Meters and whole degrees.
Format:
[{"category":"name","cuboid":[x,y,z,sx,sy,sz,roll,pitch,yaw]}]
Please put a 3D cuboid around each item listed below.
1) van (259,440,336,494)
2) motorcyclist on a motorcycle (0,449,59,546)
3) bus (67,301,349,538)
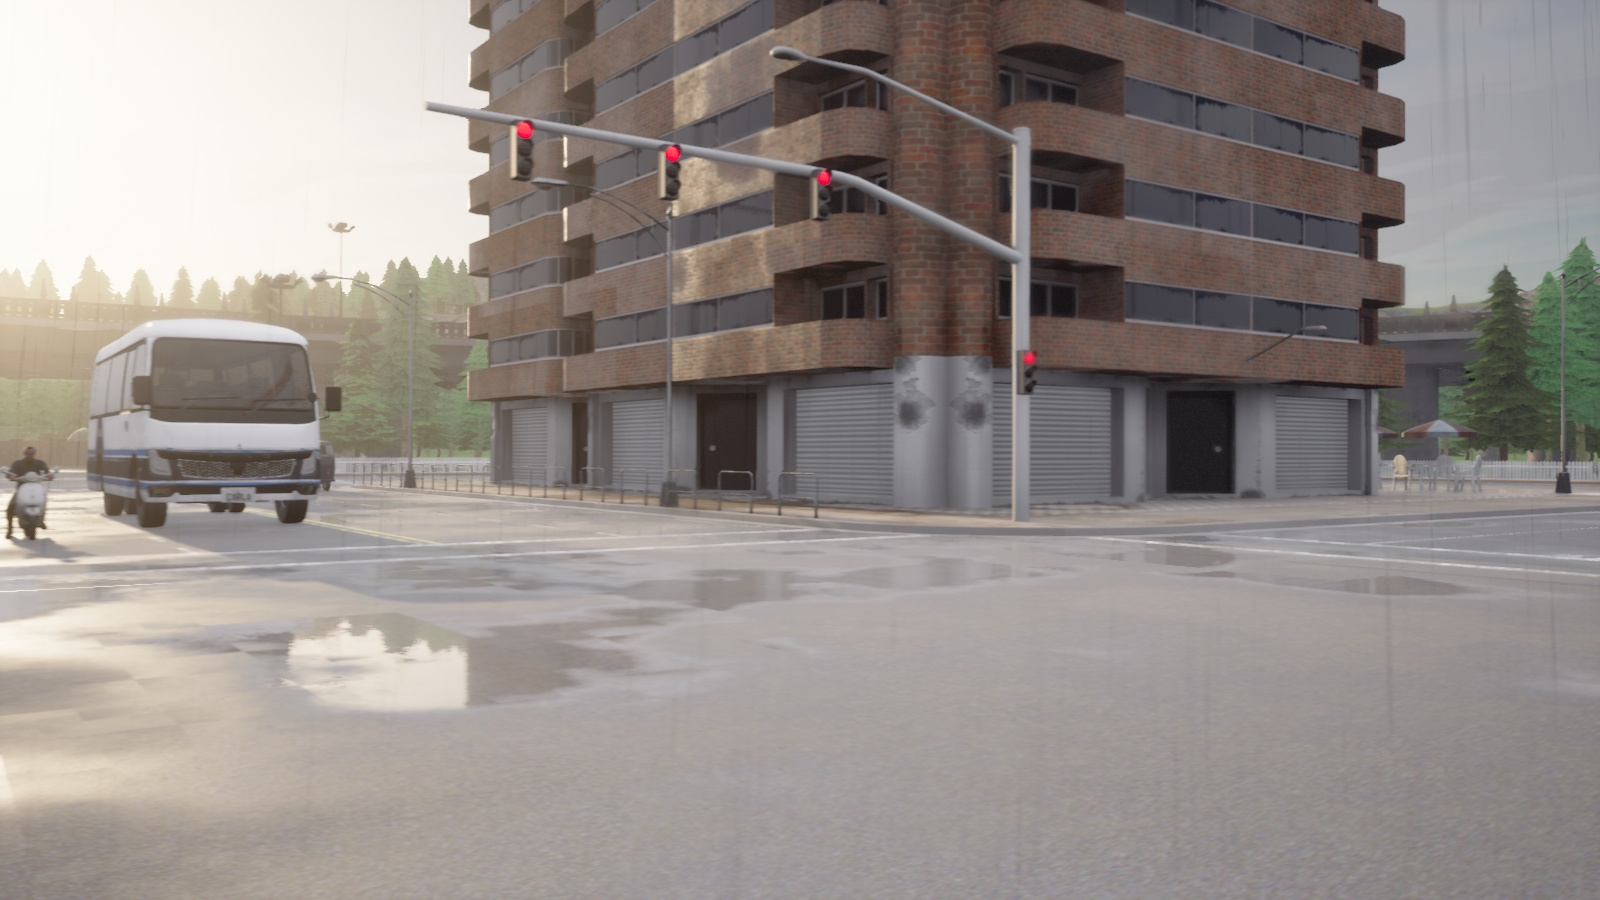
[{"category":"van","cuboid":[-19.467,0.655,48.534,1.775,1.987,4.442,0,0,-35]},{"category":"motorcyclist on a motorcycle","cuboid":[-13.282,0.779,21.509,0.866,1.590,1.817,0,0,-35]},{"category":"bus","cuboid":[-13.471,-0.535,27.855,3.944,4.253,10.273,0,0,-35]}]
